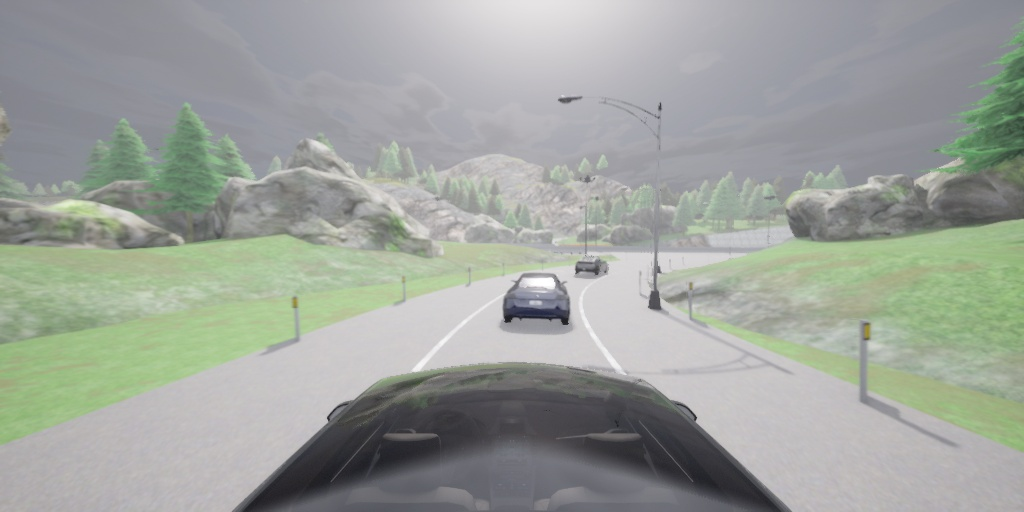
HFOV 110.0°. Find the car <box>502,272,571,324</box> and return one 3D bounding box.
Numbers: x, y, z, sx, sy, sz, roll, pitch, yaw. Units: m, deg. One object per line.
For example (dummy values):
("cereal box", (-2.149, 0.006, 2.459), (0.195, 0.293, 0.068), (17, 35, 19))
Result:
("car", (0.877, 1.230, 11.818), (1.994, 1.385, 4.181), (1, 1, 6))

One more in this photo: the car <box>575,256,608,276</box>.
("car", (6.677, 0.754, 29.806), (2.128, 1.511, 4.902), (2, 3, 27))
